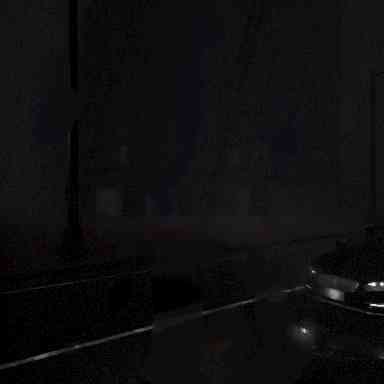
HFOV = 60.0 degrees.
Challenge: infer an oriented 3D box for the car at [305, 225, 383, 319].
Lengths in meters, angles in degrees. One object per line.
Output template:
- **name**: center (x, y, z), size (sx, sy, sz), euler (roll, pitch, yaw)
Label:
- **car**: center (4.443, 1.491, 7.136), size (4.902, 1.511, 2.128), euler (0, 0, -35)
